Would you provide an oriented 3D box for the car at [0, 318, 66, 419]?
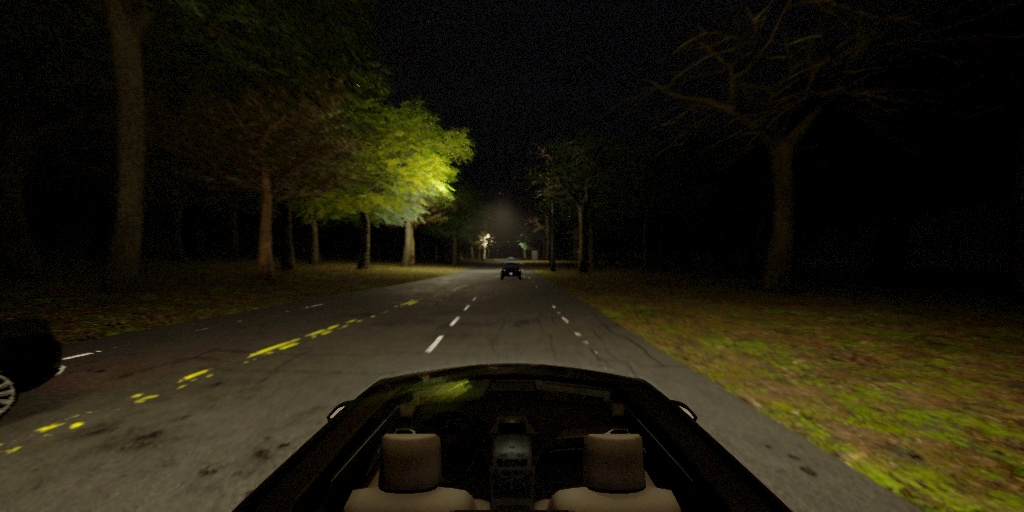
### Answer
[{"bbox_3d":[-6.899,1.221,2.631,2.128,1.511,4.902,0,0,1],"label":"car"}]

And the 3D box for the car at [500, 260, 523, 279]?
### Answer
[{"bbox_3d":[-0.097,1.376,33.786,1.812,1.442,4.674,0,0,0],"label":"car"}]
